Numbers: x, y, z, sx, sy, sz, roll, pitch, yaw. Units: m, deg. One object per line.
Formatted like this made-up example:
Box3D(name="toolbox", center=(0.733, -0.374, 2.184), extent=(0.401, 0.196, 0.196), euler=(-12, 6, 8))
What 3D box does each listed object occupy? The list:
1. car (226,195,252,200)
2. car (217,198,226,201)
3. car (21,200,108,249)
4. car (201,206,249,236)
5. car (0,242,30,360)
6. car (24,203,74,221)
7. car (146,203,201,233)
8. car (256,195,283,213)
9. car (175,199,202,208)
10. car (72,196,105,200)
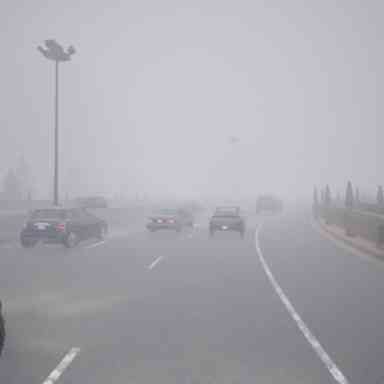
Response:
Box3D(name="car", center=(9.702, 1.579, 65.348), extent=(2.150, 2.045, 5.566), euler=(-1, -1, 40))
Box3D(name="car", center=(6.219, 1.946, 66.690), extent=(1.994, 1.385, 4.181), euler=(-1, -1, 40))
Box3D(name="car", center=(-5.637, 1.436, 15.288), extent=(2.097, 1.767, 4.553), euler=(0, 0, 9))
Box3D(name="car", center=(2.163, 1.581, 19.076), extent=(2.128, 1.511, 4.902), euler=(0, 0, 12))
Box3D(name="car", center=(-3.321, 1.490, 2.209), extent=(1.882, 1.535, 5.008), euler=(0, 0, 1))
Box3D(name="car", center=(-13.054, 1.763, 30.677), extent=(1.994, 1.385, 4.181), euler=(0, 0, 17))
Box3D(name="car", center=(-1.171, 1.652, 20.508), extent=(2.033, 1.411, 5.357), euler=(0, 0, 13))
Box3D(name="car", center=(9.105, 1.388, 39.007), extent=(2.150, 2.045, 5.566), euler=(-1, -1, 26))
Box3D(name="car", center=(-0.144, 1.736, 35.479), extent=(2.033, 1.411, 5.357), euler=(0, 0, 22))
Box3D(name="car", center=(-9.697, 1.406, 29.911), extent=(2.150, 2.045, 5.566), euler=(0, 0, 17))
